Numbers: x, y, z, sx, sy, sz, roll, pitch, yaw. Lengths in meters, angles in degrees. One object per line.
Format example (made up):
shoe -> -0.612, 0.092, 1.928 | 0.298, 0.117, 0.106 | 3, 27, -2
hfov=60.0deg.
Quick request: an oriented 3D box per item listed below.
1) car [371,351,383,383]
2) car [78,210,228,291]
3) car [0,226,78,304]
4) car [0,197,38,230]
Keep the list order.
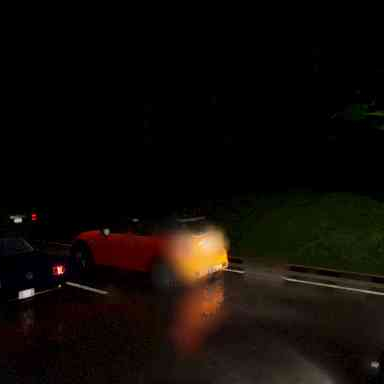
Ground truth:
car -> 3.691, 1.547, 1.353 | 5.357, 1.411, 2.033 | 0, 0, 35
car -> -1.355, 1.352, 9.263 | 4.553, 1.767, 2.097 | 0, 0, 36
car -> -4.881, 1.601, 7.476 | 4.718, 1.301, 1.895 | 0, 0, 35
car -> -9.102, 1.222, 14.788 | 5.566, 2.045, 2.150 | 0, 0, 36
